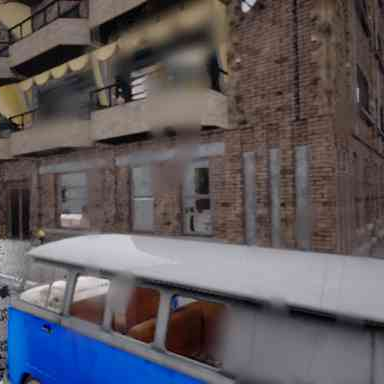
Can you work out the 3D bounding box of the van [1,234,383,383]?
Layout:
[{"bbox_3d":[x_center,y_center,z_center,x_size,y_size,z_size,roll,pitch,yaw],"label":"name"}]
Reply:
[{"bbox_3d":[-0.055,1.357,2.935,3.998,1.788,1.690,-1,-1,36],"label":"van"}]
